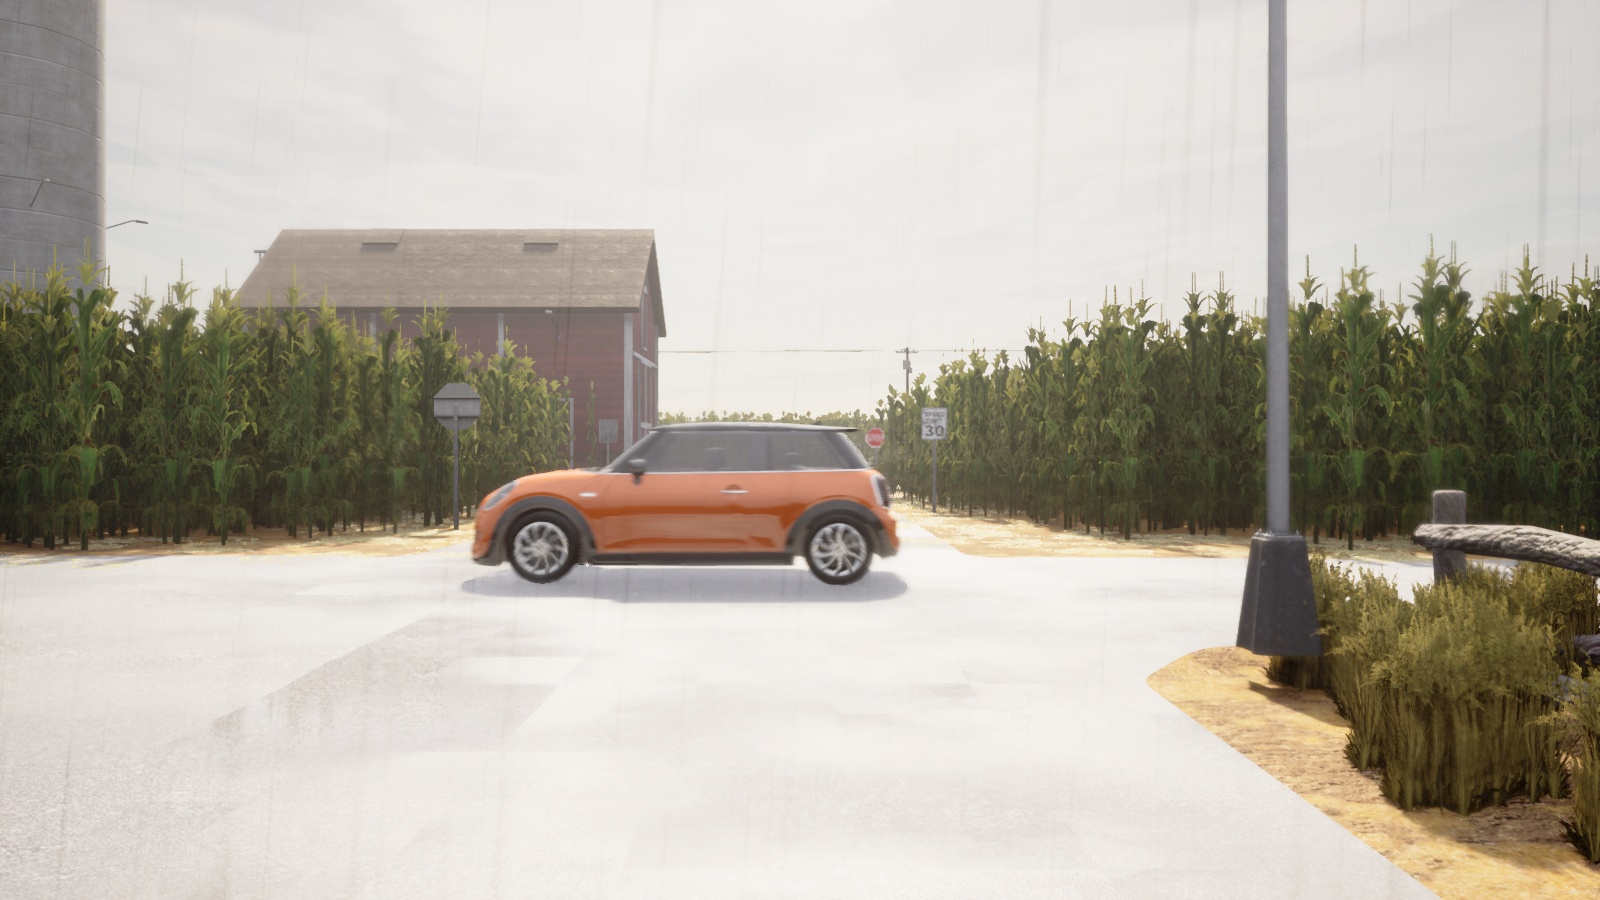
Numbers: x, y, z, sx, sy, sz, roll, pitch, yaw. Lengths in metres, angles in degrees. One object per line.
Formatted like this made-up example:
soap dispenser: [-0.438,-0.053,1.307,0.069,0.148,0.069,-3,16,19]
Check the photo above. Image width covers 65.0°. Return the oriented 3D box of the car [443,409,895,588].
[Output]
car: [-1.317,0.482,13.711,4.553,1.767,2.097,0,1,1]
